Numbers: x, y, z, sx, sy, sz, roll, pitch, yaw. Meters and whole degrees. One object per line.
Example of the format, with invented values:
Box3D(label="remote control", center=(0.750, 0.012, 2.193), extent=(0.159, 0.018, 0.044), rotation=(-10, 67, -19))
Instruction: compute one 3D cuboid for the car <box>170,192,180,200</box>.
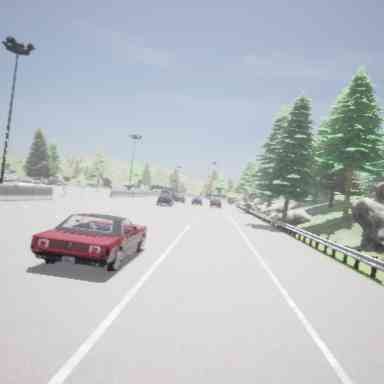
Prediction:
Box3D(label="car", center=(-4.378, 0.937, 86.557), extent=(2.097, 1.767, 4.553), rotation=(7, 0, 4))

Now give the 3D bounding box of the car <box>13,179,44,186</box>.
Box3D(label="car", center=(-18.284, -0.681, 37.331), extent=(1.812, 1.442, 4.674), rotation=(7, 0, 4))

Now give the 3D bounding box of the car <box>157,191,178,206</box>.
Box3D(label="car", center=(-3.599, 1.120, 45.930), extent=(1.837, 1.490, 4.892), rotation=(7, -1, 4))

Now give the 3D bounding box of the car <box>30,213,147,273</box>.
Box3D(label="car", center=(-2.621, 1.286, 9.773), extent=(1.895, 1.301, 4.718), rotation=(7, 0, 4))

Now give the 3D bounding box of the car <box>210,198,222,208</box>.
Box3D(label="car", center=(4.414, 1.980, 60.888), extent=(2.097, 1.767, 4.553), rotation=(7, 0, 4))

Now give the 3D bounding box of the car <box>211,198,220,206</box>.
Box3D(label="car", center=(5.452, 2.335, 77.746), extent=(1.994, 1.385, 4.181), rotation=(7, 0, 4))

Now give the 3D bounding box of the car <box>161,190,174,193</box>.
Box3D(label="car", center=(-5.482, 0.645, 70.082), extent=(2.150, 2.045, 5.566), rotation=(7, 0, 4))

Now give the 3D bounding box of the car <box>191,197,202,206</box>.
Box3D(label="car", center=(0.979, 1.735, 63.209), extent=(1.812, 1.442, 4.674), rotation=(7, 0, 4))

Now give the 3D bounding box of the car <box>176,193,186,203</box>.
Box3D(label="car", center=(-2.338, 1.351, 65.715), extent=(2.033, 1.411, 5.357), rotation=(7, 0, 4))
